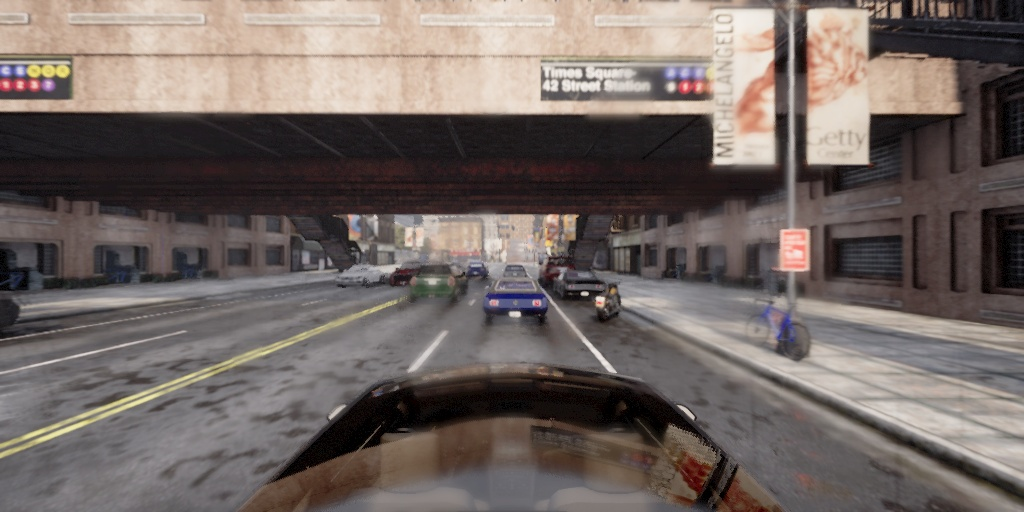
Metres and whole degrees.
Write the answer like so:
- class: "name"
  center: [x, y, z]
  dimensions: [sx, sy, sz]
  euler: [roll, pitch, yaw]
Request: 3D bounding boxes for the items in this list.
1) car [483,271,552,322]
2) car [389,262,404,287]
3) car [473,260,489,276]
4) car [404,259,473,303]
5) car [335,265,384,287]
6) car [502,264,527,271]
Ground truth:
- class: "car"
  center: [0.123, 1.379, 12.419]
  dimensions: [1.895, 1.301, 4.718]
  euler: [0, 0, 0]
- class: "car"
  center: [-6.983, 1.165, 25.274]
  dimensions: [2.097, 1.767, 4.553]
  euler: [0, 0, 0]
- class: "car"
  center: [-3.295, 1.364, 34.635]
  dimensions: [1.812, 1.442, 4.674]
  euler: [0, 0, 0]
- class: "car"
  center: [-3.331, 1.144, 17.237]
  dimensions: [2.097, 1.767, 4.553]
  euler: [0, 0, 1]
- class: "car"
  center: [-10.483, 1.338, 25.065]
  dimensions: [1.812, 1.442, 4.674]
  euler: [0, 0, 0]
- class: "car"
  center: [0.219, 1.368, 28.127]
  dimensions: [2.033, 1.411, 5.357]
  euler: [0, 0, 0]
